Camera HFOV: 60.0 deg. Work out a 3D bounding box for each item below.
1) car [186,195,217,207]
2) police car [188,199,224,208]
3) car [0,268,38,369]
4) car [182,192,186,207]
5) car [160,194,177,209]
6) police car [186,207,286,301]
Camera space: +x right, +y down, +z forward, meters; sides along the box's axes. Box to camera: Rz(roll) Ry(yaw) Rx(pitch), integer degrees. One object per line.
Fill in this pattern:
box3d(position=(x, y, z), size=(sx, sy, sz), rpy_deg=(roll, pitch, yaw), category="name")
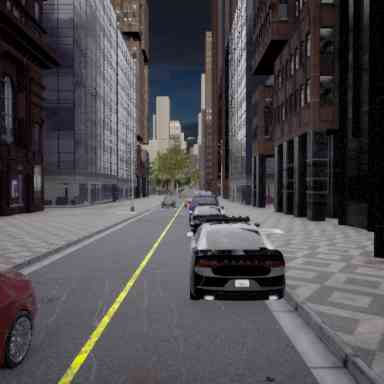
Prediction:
box3d(position=(0.873, 1.207, 24.419), size=(2.150, 2.045, 5.566), rpy_deg=(0, 0, 0), category="car")
box3d(position=(0.879, 1.414, 18.500), size=(1.930, 1.638, 5.238), rpy_deg=(0, 0, 0), category="police car")
box3d(position=(-3.103, 1.524, 3.006), size=(1.812, 1.442, 4.674), rpy_deg=(0, 0, 0), category="car")
box3d(position=(-0.006, 1.301, 48.728), size=(2.097, 1.767, 4.553), rpy_deg=(0, 0, 0), category="car")
box3d(position=(-3.149, 1.459, 45.397), size=(1.837, 1.490, 4.892), rpy_deg=(0, 0, 0), category="car")
box3d(position=(0.891, 1.421, 8.499), size=(1.930, 1.638, 5.238), rpy_deg=(0, 0, 0), category="police car")
